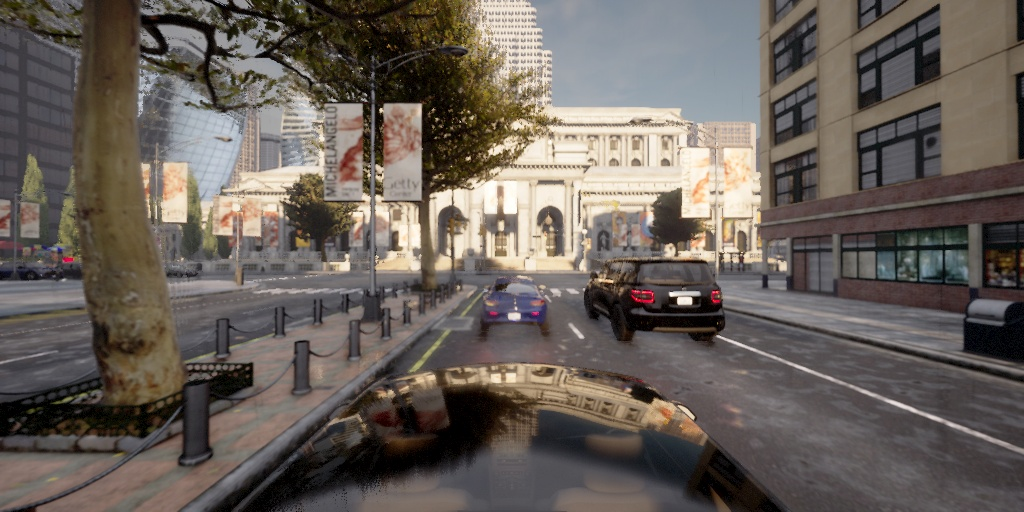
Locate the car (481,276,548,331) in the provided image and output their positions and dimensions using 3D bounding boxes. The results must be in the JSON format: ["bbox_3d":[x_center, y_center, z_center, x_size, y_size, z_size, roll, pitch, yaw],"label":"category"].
[{"bbox_3d":[0.083,1.344,11.219,1.812,1.442,4.674,0,0,0],"label":"car"}]

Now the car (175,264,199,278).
[{"bbox_3d":[-35.201,1.528,37.084,4.674,1.442,1.812,0,0,0],"label":"car"}]

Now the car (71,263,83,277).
[{"bbox_3d":[-44.454,1.506,37.043,4.892,1.490,1.837,0,0,-1],"label":"car"}]

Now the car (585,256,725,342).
[{"bbox_3d":[3.580,1.034,10.106,2.150,2.045,5.566,0,0,0],"label":"car"}]

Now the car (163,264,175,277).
[{"bbox_3d":[-35.672,1.198,33.603,5.566,2.045,2.150,0,0,0],"label":"car"}]

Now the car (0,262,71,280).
[{"bbox_3d":[-45.083,1.328,33.521,4.553,1.767,2.097,0,0,-2],"label":"car"}]
